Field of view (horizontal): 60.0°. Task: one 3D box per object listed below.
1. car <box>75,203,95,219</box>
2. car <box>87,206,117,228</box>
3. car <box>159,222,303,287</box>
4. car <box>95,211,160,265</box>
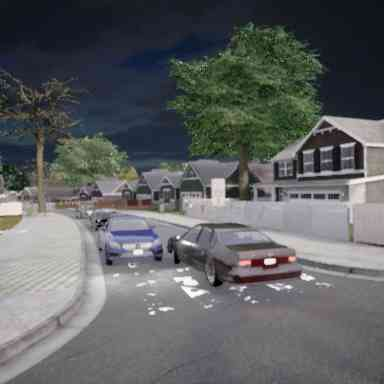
[{"bbox_3d":[-10.773,1.910,34.049,2.128,1.511,4.902,-1,-1,-25],"label":"car"},{"bbox_3d":[-5.744,1.829,22.387,1.895,1.301,4.718,-1,0,-21],"label":"car"},{"bbox_3d":[0.817,1.582,9.529,2.033,1.411,5.357,0,-1,-20],"label":"car"},{"bbox_3d":[-2.423,1.625,12.414,1.812,1.442,4.674,-1,-1,-19],"label":"car"}]
